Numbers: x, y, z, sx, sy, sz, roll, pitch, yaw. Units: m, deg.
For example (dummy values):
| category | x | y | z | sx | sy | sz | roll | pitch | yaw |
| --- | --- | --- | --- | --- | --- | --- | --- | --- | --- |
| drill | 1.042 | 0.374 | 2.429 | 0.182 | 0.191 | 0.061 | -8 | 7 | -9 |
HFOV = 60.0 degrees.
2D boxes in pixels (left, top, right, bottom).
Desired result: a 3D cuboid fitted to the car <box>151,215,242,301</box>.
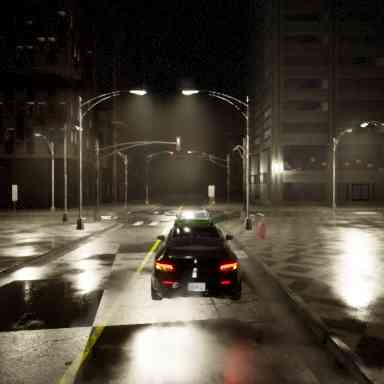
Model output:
| category | x | y | z | sx | sy | sz | roll | pitch | yaw |
| --- | --- | --- | --- | --- | --- | --- | --- | --- | --- |
| car | 0.085 | 1.523 | 8.210 | 1.812 | 1.442 | 4.674 | 0 | 0 | 0 |

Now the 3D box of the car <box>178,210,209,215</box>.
| category | x | y | z | sx | sy | sz | roll | pitch | yaw |
| --- | --- | --- | --- | --- | --- | --- | --- | --- | --- |
| car | 0.074 | 1.593 | 17.235 | 1.895 | 1.301 | 4.718 | 0 | 0 | 0 |
